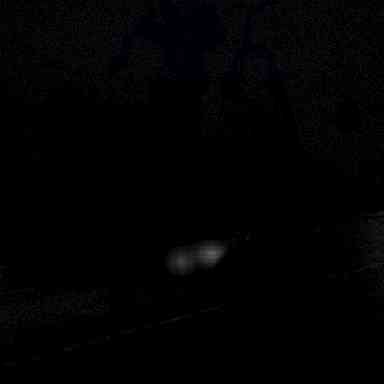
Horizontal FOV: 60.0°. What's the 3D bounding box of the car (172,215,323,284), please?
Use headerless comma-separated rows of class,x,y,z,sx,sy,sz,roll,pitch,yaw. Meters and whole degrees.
car,1.750,1.446,9.542,4.902,1.511,2.128,0,0,-35
